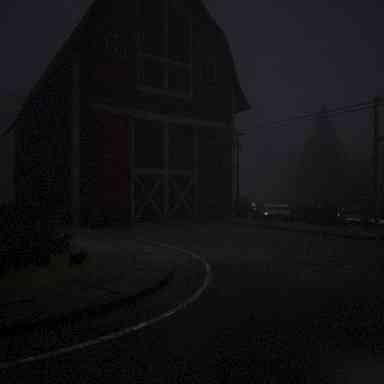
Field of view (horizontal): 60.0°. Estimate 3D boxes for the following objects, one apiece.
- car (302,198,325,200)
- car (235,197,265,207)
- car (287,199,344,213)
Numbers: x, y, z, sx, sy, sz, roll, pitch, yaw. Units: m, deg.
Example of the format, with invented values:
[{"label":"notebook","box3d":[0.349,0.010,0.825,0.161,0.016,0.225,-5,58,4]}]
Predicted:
[{"label":"car","box3d":[12.268,1.379,35.300,2.097,1.767,4.553,0,0,-34]},{"label":"car","box3d":[6.167,1.379,37.650,2.097,1.767,4.553,0,0,-34]},{"label":"car","box3d":[11.274,1.627,30.210,1.895,1.301,4.718,0,0,-34]}]
